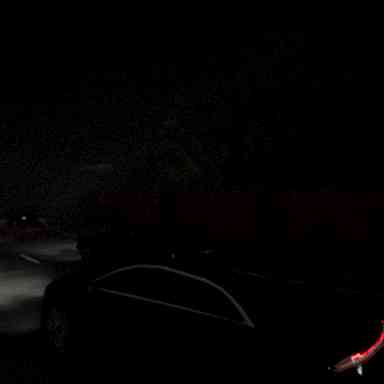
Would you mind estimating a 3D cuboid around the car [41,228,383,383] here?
[{"bbox_3d":[-0.144,1.523,4.399,4.902,1.511,2.128,0,0,39],"label":"car"}]

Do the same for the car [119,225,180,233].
[{"bbox_3d":[-1.690,1.674,10.318,4.718,1.301,1.895,0,-1,44],"label":"car"}]

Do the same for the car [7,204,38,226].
[{"bbox_3d":[-12.817,1.675,25.196,1.882,1.535,5.008,0,0,-28],"label":"car"}]
